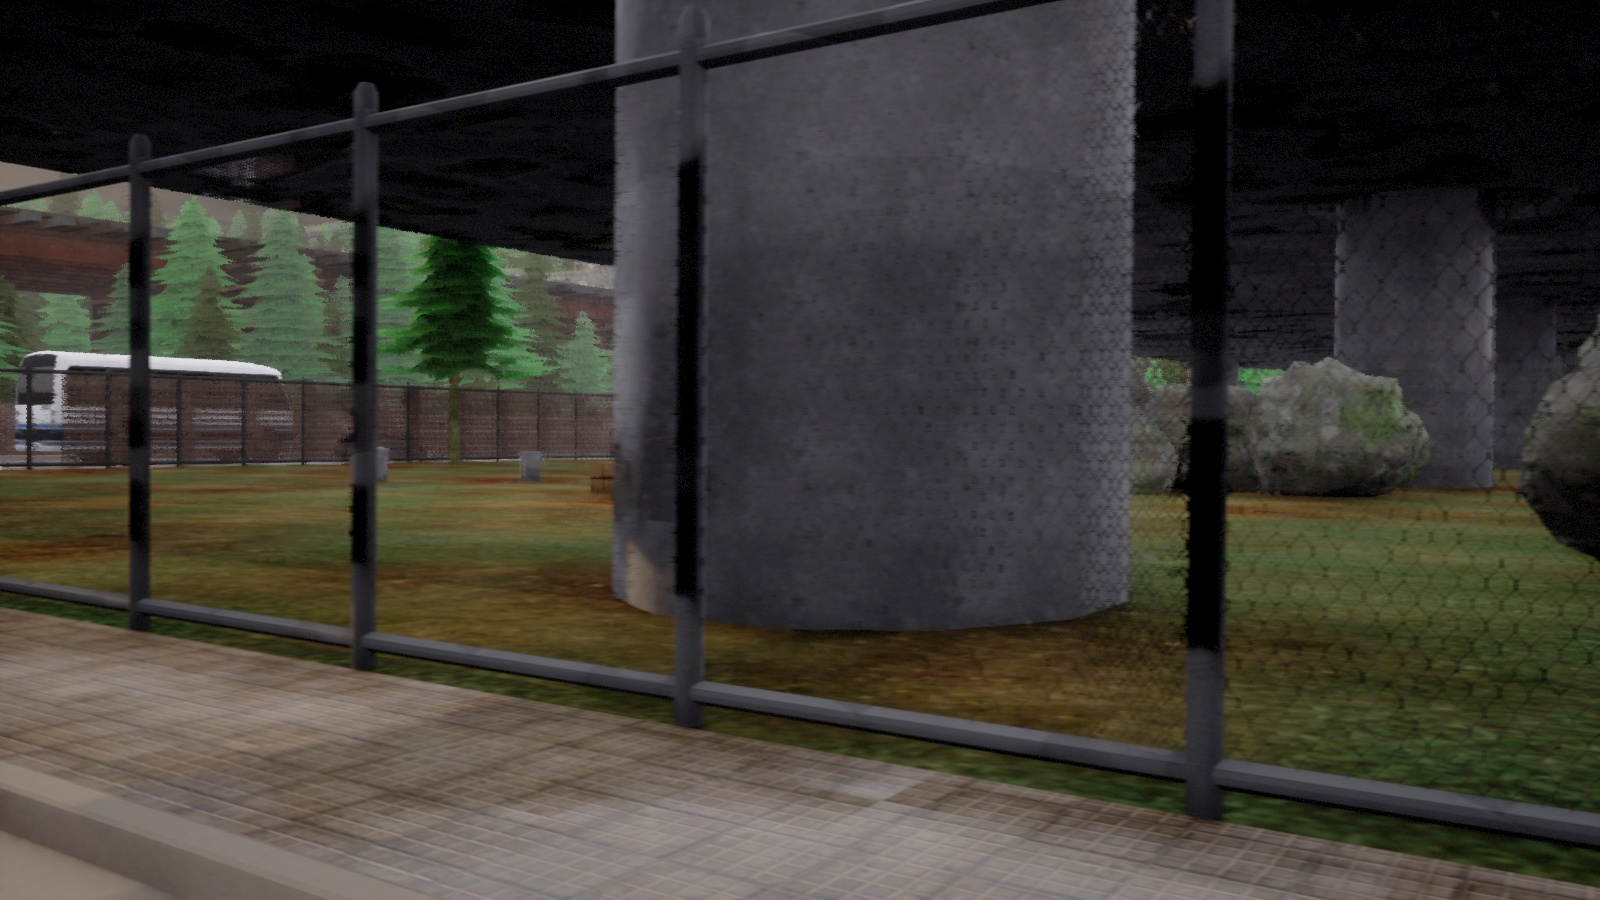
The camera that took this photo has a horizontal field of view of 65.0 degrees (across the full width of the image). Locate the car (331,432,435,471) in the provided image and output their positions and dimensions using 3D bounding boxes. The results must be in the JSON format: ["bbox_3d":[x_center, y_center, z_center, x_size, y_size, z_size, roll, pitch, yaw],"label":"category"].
[{"bbox_3d":[-18.154,0.046,54.812,1.851,1.617,3.988,0,1,34],"label":"car"}]

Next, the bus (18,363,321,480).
[{"bbox_3d":[-25.115,-1.111,50.787,3.944,4.253,10.273,0,1,34],"label":"bus"}]
